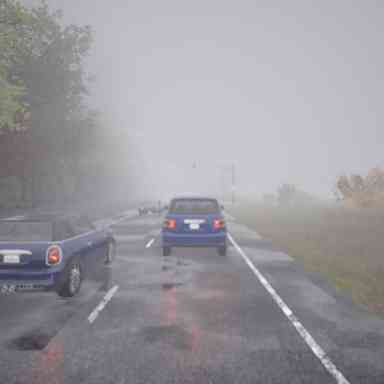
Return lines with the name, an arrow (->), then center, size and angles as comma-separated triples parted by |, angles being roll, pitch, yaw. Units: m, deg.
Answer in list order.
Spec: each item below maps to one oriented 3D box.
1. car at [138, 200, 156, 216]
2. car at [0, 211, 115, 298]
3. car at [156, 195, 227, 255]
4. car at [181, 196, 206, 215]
car -> -3.398, 1.349, 28.886 | 1.895, 1.301, 4.718 | 0, 0, 0
car -> -3.441, 1.278, 8.505 | 2.097, 1.767, 4.553 | 0, 0, 0
car -> 0.086, 1.112, 12.831 | 2.150, 2.045, 5.566 | 0, 1, 0
car -> 0.103, 1.220, 31.105 | 2.128, 1.511, 4.902 | 0, 0, 0
